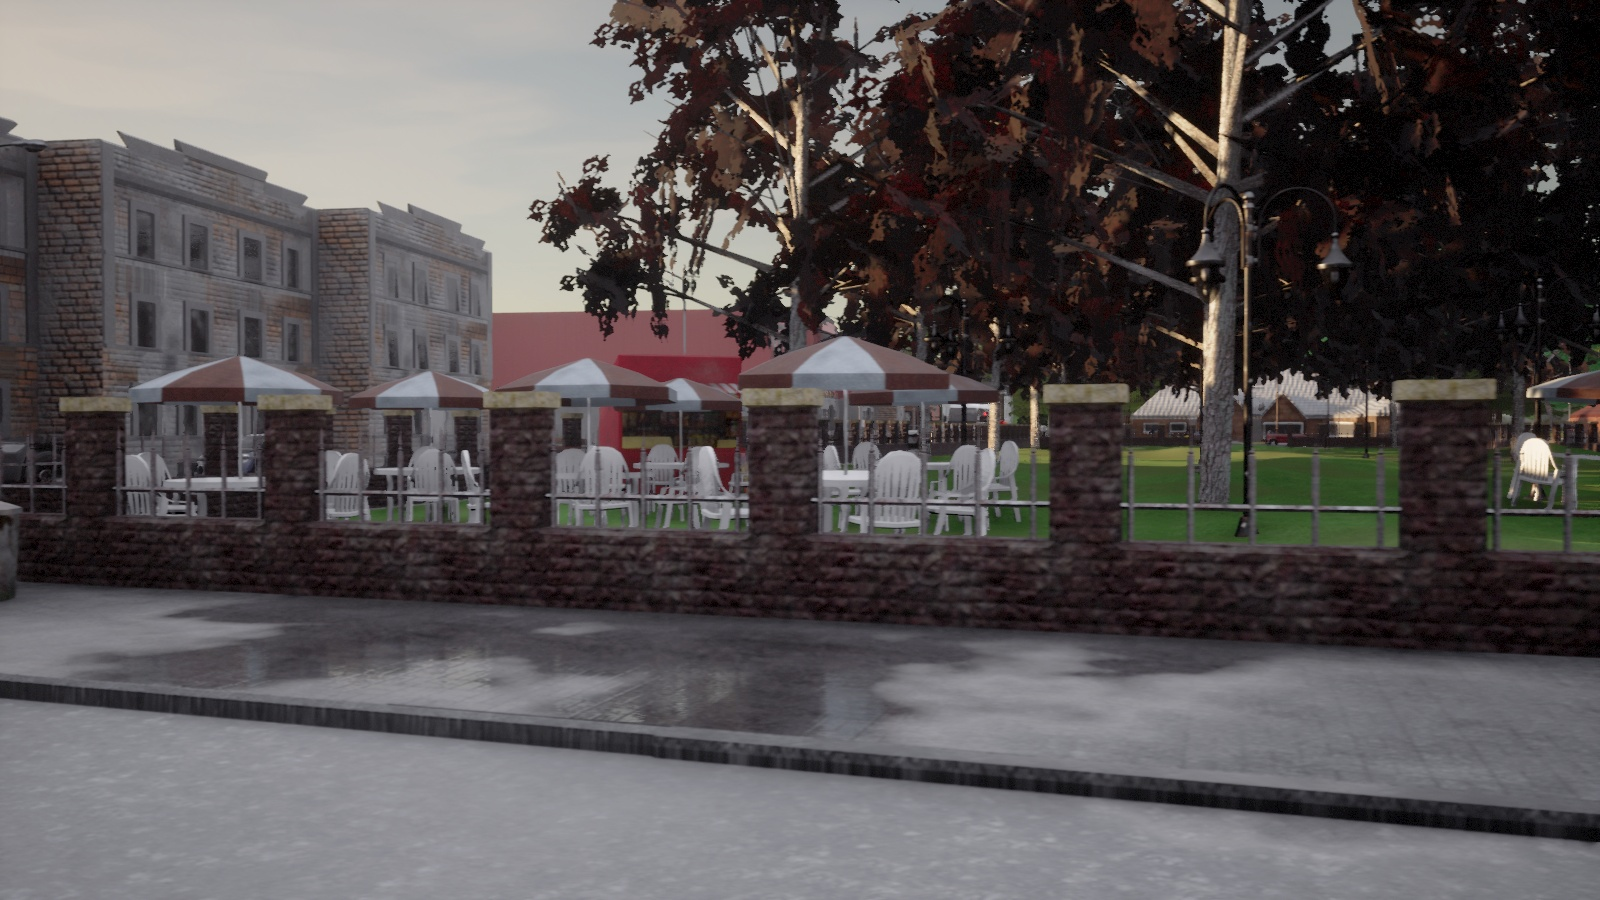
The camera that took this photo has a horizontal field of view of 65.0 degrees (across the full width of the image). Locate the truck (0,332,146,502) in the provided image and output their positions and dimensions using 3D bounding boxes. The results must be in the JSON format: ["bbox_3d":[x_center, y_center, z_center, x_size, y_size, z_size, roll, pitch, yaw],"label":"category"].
[{"bbox_3d":[-17.769,-0.679,25.761,2.891,3.462,7.936,1,1,19],"label":"truck"}]

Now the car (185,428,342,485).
[{"bbox_3d":[-14.761,0.136,34.754,1.970,1.475,3.806,1,1,19],"label":"car"}]

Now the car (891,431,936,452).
[{"bbox_3d":[8.186,-0.628,90.384,2.163,1.488,4.792,1,1,19],"label":"car"}]
